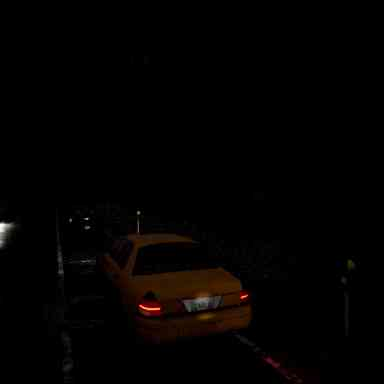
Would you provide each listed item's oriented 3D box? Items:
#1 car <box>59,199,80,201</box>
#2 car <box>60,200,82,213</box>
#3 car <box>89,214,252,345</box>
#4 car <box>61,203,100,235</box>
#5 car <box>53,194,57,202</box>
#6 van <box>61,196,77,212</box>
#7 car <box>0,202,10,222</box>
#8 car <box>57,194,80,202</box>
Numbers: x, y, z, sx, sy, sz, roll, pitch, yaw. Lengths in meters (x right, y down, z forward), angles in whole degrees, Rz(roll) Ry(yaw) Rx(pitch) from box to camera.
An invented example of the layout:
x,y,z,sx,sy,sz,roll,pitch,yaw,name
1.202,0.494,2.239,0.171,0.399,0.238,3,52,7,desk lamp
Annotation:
x,y,z,sx,sy,sz,roll,pitch,yaw,name
-10.292,1.567,28.935,1.947,1.339,4.313,0,0,-22,car
-8.186,1.551,23.828,2.008,1.369,4.403,0,0,-22,car
-0.837,1.457,6.770,1.801,1.575,5.366,0,0,-22,car
-6.080,1.551,18.722,2.008,1.369,4.403,0,0,-22,car
-31.499,1.469,79.615,1.967,1.590,4.097,0,0,-24,car
-14.503,1.342,39.148,1.690,1.788,3.998,0,0,-22,van
-15.535,1.478,26.039,1.882,1.535,5.008,0,0,-22,car
-12.397,1.316,34.042,2.192,1.841,5.009,0,0,-22,car
